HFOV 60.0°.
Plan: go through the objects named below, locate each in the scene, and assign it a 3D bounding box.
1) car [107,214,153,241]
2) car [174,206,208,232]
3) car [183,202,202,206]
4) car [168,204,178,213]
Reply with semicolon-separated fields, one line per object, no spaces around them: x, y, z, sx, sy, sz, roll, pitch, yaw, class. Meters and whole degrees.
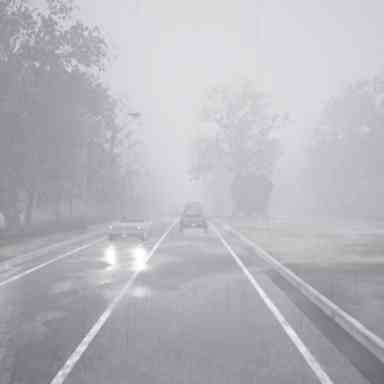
-3.355;1.911;18.737;1.895;1.301;4.718;0;-1;0;car
0.095;1.919;23.315;2.128;1.511;4.902;0;-2;0;car
0.097;2.196;40.705;2.150;2.045;5.566;0;-2;0;car
-3.272;3.043;60.874;2.128;1.511;4.902;0;-1;1;car
